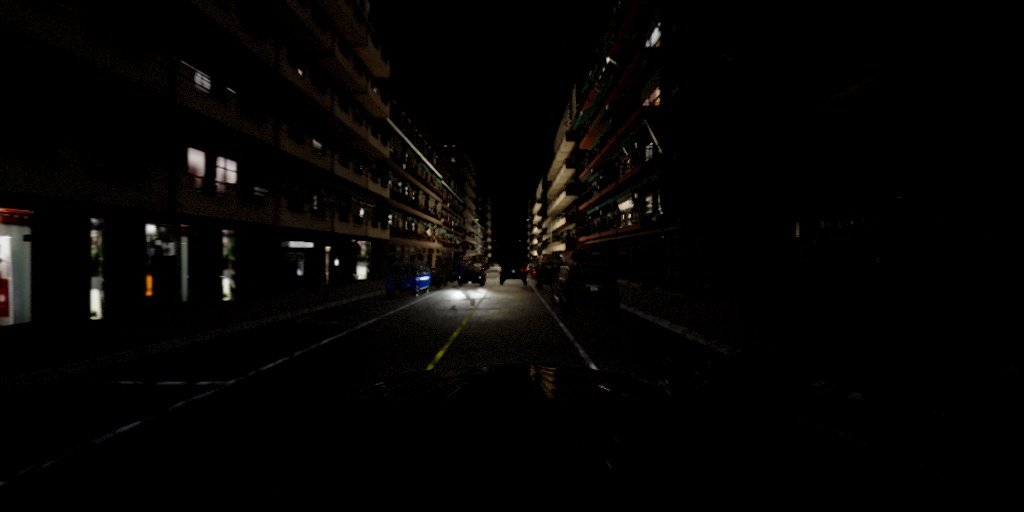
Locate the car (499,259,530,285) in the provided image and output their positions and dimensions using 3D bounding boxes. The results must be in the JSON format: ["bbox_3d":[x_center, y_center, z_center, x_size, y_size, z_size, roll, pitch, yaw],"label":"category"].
[{"bbox_3d":[0.135,1.258,29.820,2.150,2.045,5.566,0,-1,1],"label":"car"}]

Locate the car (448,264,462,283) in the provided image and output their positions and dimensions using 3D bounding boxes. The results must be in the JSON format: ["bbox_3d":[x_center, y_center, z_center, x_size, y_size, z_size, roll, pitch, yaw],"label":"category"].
[{"bbox_3d":[-5.630,1.618,31.113,1.802,1.307,4.207,0,0,0],"label":"car"}]

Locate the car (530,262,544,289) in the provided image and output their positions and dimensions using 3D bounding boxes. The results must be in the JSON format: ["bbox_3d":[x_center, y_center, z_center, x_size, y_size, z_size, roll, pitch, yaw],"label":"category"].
[{"bbox_3d":[2.713,1.312,25.409,2.192,1.841,5.009,0,0,0],"label":"car"}]

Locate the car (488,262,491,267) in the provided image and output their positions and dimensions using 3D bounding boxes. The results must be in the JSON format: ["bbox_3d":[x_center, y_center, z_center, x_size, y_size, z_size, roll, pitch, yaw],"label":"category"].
[{"bbox_3d":[-5.616,1.706,65.096,2.192,1.841,5.009,0,0,0],"label":"car"}]

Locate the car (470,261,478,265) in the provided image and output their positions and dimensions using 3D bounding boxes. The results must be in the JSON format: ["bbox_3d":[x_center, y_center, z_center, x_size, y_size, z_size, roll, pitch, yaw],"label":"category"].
[{"bbox_3d":[-5.656,1.468,42.441,2.192,1.841,5.009,0,0,0],"label":"car"}]

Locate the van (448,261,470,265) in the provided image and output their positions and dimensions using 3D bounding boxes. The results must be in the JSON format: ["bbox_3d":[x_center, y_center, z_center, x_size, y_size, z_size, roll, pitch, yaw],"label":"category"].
[{"bbox_3d":[-5.635,1.436,36.778,1.690,1.789,3.998,0,0,0],"label":"van"}]

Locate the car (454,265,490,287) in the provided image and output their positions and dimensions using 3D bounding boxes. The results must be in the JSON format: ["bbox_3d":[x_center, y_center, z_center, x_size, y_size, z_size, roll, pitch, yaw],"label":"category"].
[{"bbox_3d":[-2.980,1.608,27.631,1.895,1.301,4.718,0,-1,0],"label":"car"}]

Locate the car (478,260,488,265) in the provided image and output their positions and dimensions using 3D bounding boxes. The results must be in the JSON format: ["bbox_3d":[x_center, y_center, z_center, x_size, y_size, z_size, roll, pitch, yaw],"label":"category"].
[{"bbox_3d":[-5.624,1.882,59.432,2.007,1.370,4.403,0,0,0],"label":"car"}]

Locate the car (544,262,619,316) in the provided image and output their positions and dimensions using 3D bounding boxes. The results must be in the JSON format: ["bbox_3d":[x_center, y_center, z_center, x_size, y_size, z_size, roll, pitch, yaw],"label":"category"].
[{"bbox_3d":[2.698,1.196,14.081,2.192,1.841,5.009,0,0,0],"label":"car"}]

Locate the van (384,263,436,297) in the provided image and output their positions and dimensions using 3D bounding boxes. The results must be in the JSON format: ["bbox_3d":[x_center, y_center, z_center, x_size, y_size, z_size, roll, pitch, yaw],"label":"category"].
[{"bbox_3d":[-5.642,1.261,19.786,1.690,1.789,3.998,0,0,0],"label":"van"}]

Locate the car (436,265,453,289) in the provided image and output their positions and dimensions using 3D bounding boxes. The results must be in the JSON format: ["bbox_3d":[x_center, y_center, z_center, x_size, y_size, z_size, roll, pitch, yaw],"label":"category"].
[{"bbox_3d":[-5.635,1.560,25.450,1.802,1.307,4.207,0,0,0],"label":"car"}]

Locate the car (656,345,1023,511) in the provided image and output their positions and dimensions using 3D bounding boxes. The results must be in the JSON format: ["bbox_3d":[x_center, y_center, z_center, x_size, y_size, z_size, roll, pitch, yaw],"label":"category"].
[{"bbox_3d":[2.684,1.333,2.755,1.948,1.339,4.313,0,0,0],"label":"car"}]
